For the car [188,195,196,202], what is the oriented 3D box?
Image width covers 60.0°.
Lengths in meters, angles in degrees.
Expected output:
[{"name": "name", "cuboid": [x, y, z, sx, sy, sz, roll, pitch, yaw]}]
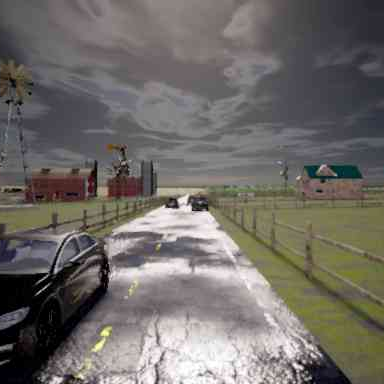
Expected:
[{"name": "car", "cuboid": [0.027, 1.366, 77.059, 1.882, 1.535, 5.008, 0, 0, 0]}]

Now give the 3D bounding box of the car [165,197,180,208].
[{"name": "car", "cuboid": [-2.811, 1.529, 47.999, 1.812, 1.442, 4.674, 0, 0, 0]}]

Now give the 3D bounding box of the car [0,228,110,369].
[{"name": "car", "cuboid": [-2.847, 1.488, 6.036, 2.128, 1.511, 4.902, 0, 0, 0]}]

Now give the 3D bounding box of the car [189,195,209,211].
[{"name": "car", "cuboid": [0.976, 1.352, 41.453, 2.097, 1.767, 4.553, 0, 0, 0]}]

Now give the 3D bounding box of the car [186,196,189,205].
[{"name": "car", "cuboid": [0.020, 1.539, 60.284, 1.812, 1.442, 4.674, 0, 0, 0]}]
